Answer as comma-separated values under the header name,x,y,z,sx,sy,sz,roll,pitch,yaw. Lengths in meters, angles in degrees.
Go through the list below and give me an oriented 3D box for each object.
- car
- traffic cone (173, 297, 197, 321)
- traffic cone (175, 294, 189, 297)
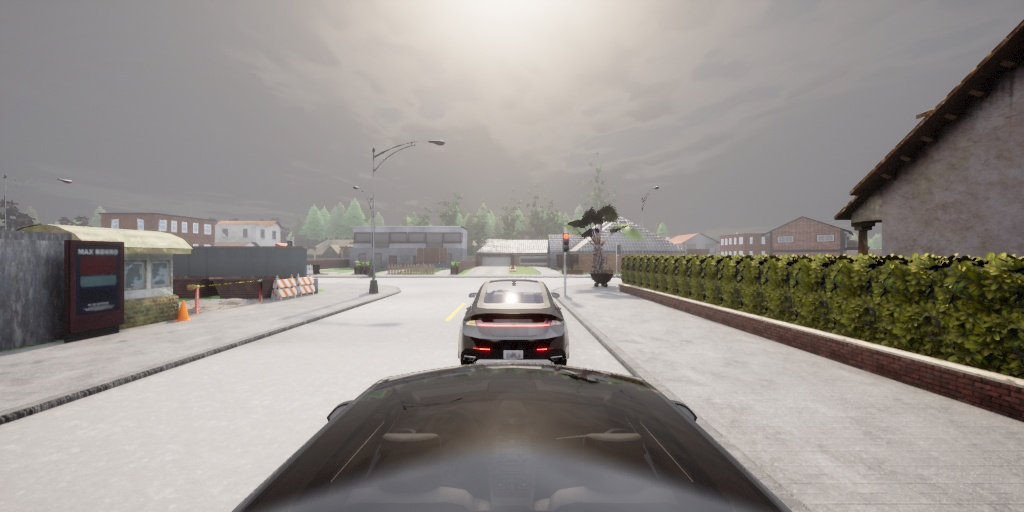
name,x,y,z,sx,sy,sz,roll,pitch,yaw
car,0.043,1.241,7.718,2.128,1.511,4.902,0,0,1
traffic cone,-9.670,1.598,10.546,0.344,0.586,0.344,0,0,0
traffic cone,-10.390,1.568,11.066,0.344,0.586,0.344,0,0,0
